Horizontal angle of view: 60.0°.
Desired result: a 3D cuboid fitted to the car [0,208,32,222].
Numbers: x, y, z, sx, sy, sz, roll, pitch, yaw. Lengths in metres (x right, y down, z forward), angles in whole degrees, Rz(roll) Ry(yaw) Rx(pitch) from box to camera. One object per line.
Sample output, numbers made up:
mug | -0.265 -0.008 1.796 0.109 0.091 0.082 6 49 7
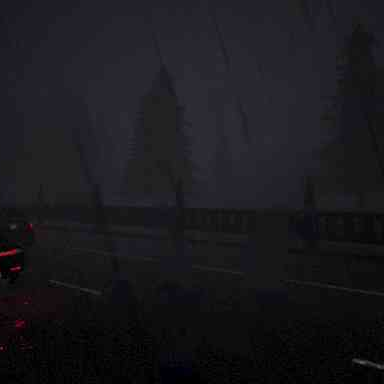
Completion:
car | -8.966 1.473 14.724 4.553 1.767 2.097 -1 0 36

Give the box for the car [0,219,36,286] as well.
car | -6.119 1.567 8.377 4.902 1.511 2.128 0 0 36
